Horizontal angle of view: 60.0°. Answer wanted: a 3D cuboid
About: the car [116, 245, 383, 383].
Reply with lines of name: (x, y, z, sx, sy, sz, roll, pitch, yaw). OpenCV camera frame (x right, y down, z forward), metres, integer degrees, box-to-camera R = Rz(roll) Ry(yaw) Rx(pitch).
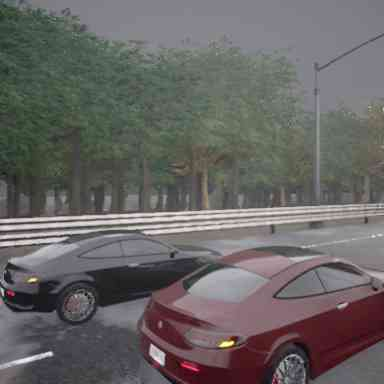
car: (1.506, 1.527, 4.821, 4.674, 1.442, 1.812, 0, 0, -35)

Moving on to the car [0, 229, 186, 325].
car: (-1.370, 1.526, 7.067, 4.674, 1.442, 1.812, 0, 0, -35)
